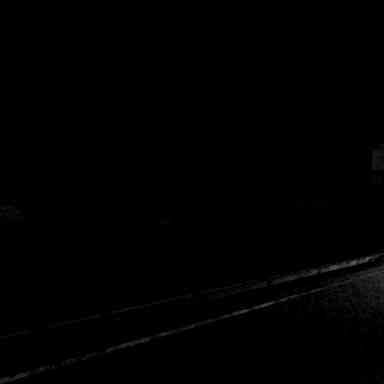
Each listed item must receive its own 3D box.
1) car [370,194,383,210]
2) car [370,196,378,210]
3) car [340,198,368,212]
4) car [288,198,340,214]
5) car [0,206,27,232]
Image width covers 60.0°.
[{"bbox_3d":[23.911,1.379,43.479,2.185,1.767,4.553,1,0,-35],"label":"car"},{"bbox_3d":[19.355,1.508,40.276,2.002,1.452,4.674,0,0,-35],"label":"car"},{"bbox_3d":[17.082,1.454,38.662,2.097,1.535,5.008,0,0,-35],"label":"car"},{"bbox_3d":[12.551,1.438,35.426,2.097,1.535,5.008,0,0,-35],"label":"car"},{"bbox_3d":[-10.665,1.491,18.920,2.002,1.452,4.674,0,0,-35],"label":"car"}]
